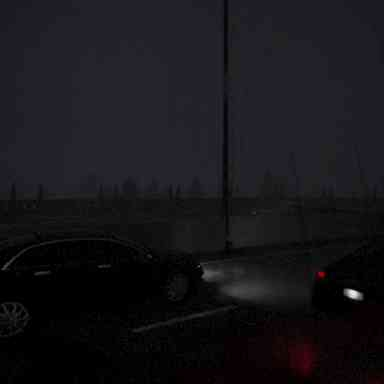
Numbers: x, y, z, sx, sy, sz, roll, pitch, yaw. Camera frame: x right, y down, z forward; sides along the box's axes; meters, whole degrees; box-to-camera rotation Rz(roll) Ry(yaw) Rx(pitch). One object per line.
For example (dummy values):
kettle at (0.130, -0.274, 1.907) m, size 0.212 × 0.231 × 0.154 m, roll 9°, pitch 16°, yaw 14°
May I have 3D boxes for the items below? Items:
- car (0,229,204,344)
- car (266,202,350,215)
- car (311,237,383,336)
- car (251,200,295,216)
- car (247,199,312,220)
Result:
car at (-2.024, 1.481, 6.390) m, size 4.892 × 1.490 × 1.837 m, roll 0°, pitch 0°, yaw -34°
car at (7.393, 1.492, 19.962) m, size 5.357 × 1.411 × 2.033 m, roll 0°, pitch 0°, yaw -25°
car at (4.209, 1.548, 6.167) m, size 4.181 × 1.385 × 1.994 m, roll 0°, pitch 0°, yaw -31°
car at (6.864, 1.458, 23.520) m, size 4.674 × 1.442 × 1.812 m, roll 0°, pitch 0°, yaw -23°
car at (7.215, 1.412, 27.451) m, size 4.902 × 1.511 × 2.128 m, roll 0°, pitch 0°, yaw -23°
